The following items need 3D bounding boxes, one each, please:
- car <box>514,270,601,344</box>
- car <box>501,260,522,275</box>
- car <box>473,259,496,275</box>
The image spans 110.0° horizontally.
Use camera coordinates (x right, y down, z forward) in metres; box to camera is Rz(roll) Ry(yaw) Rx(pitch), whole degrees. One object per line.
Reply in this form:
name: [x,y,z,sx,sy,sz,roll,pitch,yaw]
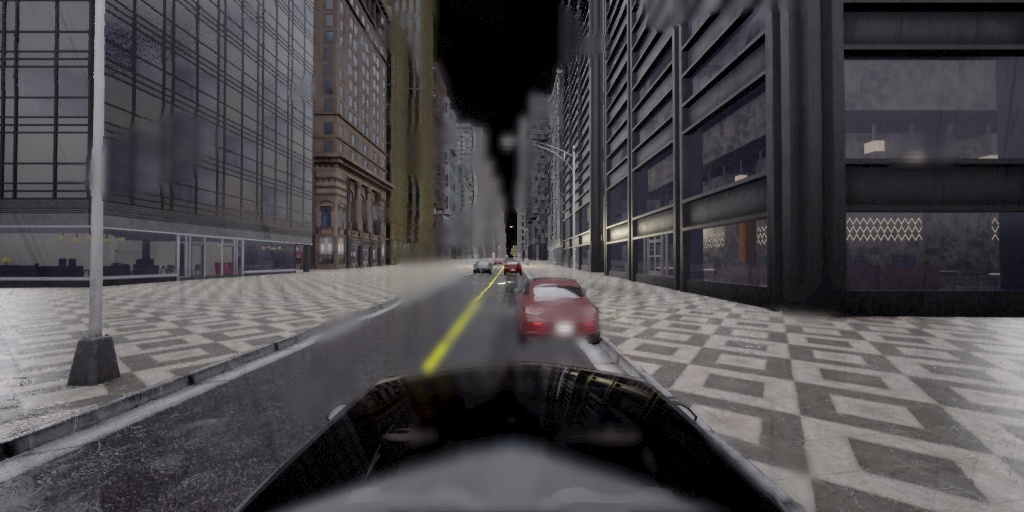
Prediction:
car: [1.050,1.278,9.428,1.812,1.442,4.674,0,0,0]
car: [0.087,1.238,38.830,1.882,1.535,5.008,0,0,0]
car: [-3.095,1.238,38.744,1.882,1.535,5.008,0,0,0]
